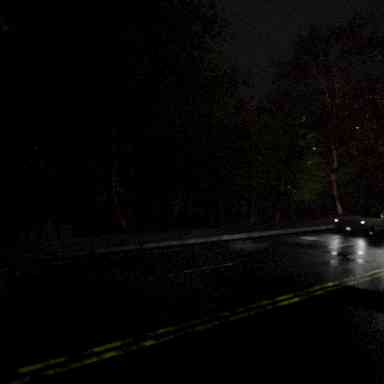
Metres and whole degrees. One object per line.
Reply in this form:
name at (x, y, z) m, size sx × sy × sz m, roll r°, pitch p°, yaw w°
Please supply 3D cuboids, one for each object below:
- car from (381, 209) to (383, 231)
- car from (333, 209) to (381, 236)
car at (11.387, 1.519, 15.744) m, size 4.902 × 1.511 × 2.128 m, roll 0°, pitch 0°, yaw -35°
car at (10.036, 1.629, 18.767) m, size 4.718 × 1.301 × 1.895 m, roll 0°, pitch 0°, yaw -35°
